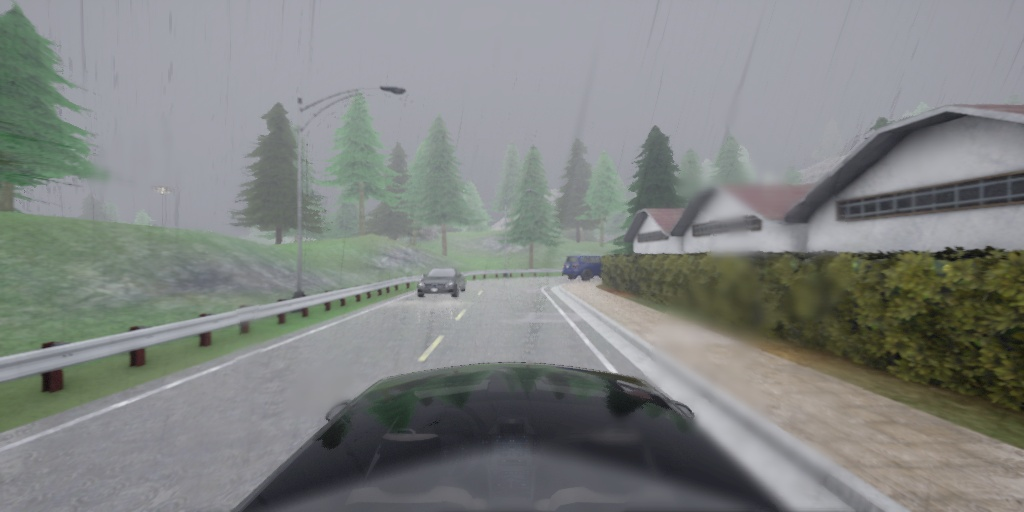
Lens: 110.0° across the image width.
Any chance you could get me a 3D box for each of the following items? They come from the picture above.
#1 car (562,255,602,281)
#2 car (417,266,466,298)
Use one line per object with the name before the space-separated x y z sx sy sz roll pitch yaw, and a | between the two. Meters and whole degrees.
car | 6.807 0.957 29.540 5.566 2.045 2.150 0 0 -26
car | -3.480 1.268 18.466 1.812 1.442 4.674 0 0 0
